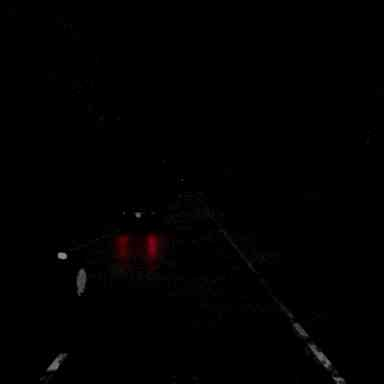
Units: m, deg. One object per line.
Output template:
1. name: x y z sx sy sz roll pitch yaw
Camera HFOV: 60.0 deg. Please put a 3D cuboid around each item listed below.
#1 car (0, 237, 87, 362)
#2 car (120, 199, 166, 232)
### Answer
1. car: -3.233 1.450 5.225 1.882 1.535 5.008 0 0 1
2. car: -2.770 1.252 19.677 2.097 1.767 4.553 0 0 2
